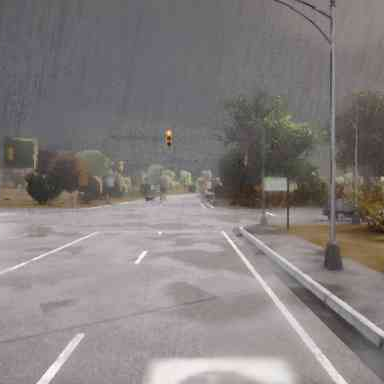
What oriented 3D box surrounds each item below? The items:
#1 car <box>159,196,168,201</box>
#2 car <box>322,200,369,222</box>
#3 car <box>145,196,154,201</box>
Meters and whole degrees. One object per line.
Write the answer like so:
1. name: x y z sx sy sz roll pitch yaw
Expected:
1. car: -7.000 1.556 82.105 1.895 1.301 4.718 0 0 0
2. car: 12.632 1.420 25.725 4.892 1.490 1.837 0 0 3
3. car: -10.500 1.556 82.105 1.895 1.301 4.718 0 0 0
